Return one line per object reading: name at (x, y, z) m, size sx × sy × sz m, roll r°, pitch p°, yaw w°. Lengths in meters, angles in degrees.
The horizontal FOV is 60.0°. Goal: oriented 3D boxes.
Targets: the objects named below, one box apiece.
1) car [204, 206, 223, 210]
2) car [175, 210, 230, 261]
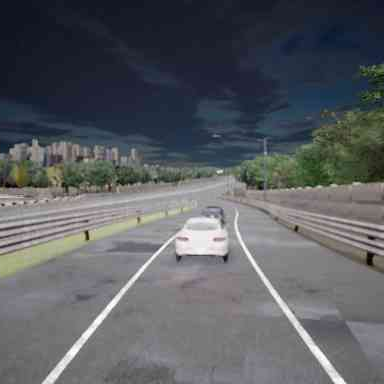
car at (1.676, 1.813, 26.115) m, size 2.033 × 1.411 × 5.357 m, roll 0°, pitch -1°, yaw 8°
car at (0.446, 1.654, 12.697) m, size 1.812 × 1.442 × 4.674 m, roll 0°, pitch 0°, yaw 4°
